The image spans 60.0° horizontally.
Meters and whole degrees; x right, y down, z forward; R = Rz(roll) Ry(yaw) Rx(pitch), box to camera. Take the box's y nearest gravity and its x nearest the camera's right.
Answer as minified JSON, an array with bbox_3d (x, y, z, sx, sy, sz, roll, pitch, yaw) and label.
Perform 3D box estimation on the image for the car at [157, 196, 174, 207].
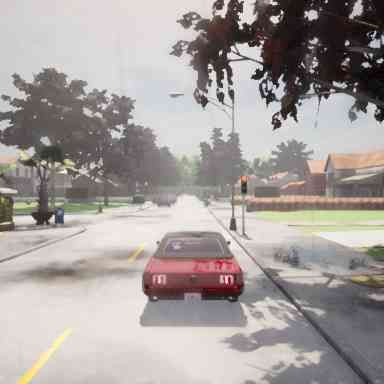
[{"bbox_3d":[-4.187,1.600,50.826,1.895,1.301,4.718,0,0,0],"label":"car"}]

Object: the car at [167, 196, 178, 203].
[{"bbox_3d":[-4.127,1.540,71.179,2.033,1.411,5.357,0,0,0],"label":"car"}]

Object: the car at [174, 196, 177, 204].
[{"bbox_3d":[-4.175,1.564,60.817,1.994,1.385,4.181,0,0,0],"label":"car"}]

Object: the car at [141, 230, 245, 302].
[{"bbox_3d":[0.037,1.601,8.202,1.895,1.301,4.718,0,0,0],"label":"car"}]
